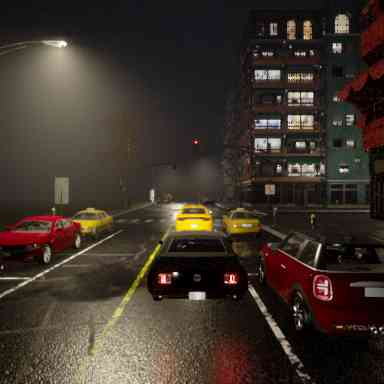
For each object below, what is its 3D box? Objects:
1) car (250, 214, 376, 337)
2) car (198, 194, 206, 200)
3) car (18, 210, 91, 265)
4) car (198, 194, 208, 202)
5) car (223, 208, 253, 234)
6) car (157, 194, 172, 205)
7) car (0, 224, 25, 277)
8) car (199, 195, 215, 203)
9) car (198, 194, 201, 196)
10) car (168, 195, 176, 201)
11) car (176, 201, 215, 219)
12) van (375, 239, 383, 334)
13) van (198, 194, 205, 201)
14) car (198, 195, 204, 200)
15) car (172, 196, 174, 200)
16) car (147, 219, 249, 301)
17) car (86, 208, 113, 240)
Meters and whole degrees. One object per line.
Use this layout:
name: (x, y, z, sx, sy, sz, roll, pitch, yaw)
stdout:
car: (2.575, 1.442, 6.638, 1.967, 1.590, 4.097, 1, 0, 0)
car: (2.568, 1.599, 61.564, 1.802, 1.307, 4.206, 1, 0, 0)
car: (-5.307, 1.547, 11.764, 1.887, 1.381, 4.507, 1, 0, 0)
car: (2.570, 1.338, 78.547, 2.192, 1.841, 5.009, 1, 0, 0)
car: (2.573, 1.530, 17.897, 1.752, 1.417, 4.829, 1, 0, 0)
car: (-5.310, 1.457, 61.086, 1.967, 1.590, 4.097, 1, 0, 0)
car: (-5.307, 1.552, 6.227, 2.008, 1.369, 4.403, 1, 0, 0)
car: (2.570, 1.565, 50.242, 2.008, 1.369, 4.403, 1, 0, 0)
car: (2.568, 1.587, 72.886, 1.947, 1.339, 4.313, 1, 0, 0)
car: (-5.314, 1.609, 89.357, 1.802, 1.307, 4.206, 1, 0, 0)
car: (0.101, 1.482, 18.397, 1.882, 1.535, 5.008, 0, 0, 0)
van: (2.576, 1.341, 1.093, 1.690, 1.788, 3.998, 1, 0, 0)
van: (2.569, 1.368, 89.869, 1.690, 1.788, 3.998, 1, 0, 0)
car: (2.566, 1.555, 95.700, 1.752, 1.417, 4.829, 1, 0, 0)
car: (-5.309, 1.334, 66.741, 2.192, 1.841, 5.009, 1, 0, 0)
car: (0.100, 1.603, 8.280, 1.895, 1.301, 4.718, 0, 0, 0)
car: (-5.308, 1.529, 17.130, 1.752, 1.417, 4.829, 1, 0, 0)
